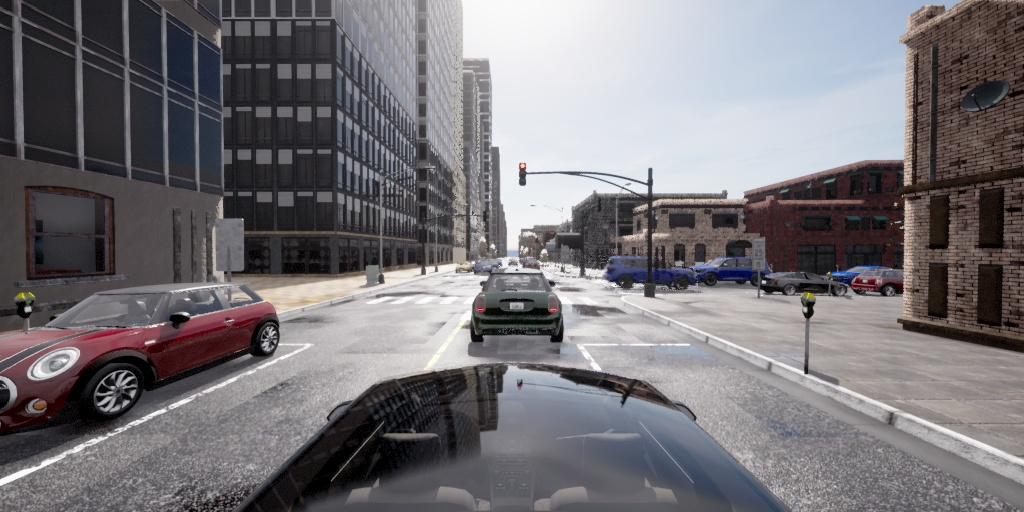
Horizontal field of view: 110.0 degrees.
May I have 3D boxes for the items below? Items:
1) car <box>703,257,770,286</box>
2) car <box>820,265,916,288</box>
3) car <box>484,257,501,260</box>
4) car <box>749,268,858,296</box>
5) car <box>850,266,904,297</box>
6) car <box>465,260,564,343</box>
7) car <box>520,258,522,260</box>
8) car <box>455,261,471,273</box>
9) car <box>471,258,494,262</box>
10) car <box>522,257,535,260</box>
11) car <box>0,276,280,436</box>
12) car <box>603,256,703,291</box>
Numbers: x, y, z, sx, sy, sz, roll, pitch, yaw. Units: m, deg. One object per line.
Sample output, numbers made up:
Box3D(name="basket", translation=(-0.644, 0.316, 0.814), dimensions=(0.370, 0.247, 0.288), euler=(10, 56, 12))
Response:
Box3D(name="car", translation=(15.765, 1.105, 26.203), dimensions=(5.566, 2.045, 2.150), euler=(1, 1, 1))
Box3D(name="car", translation=(25.733, 1.456, 26.063), dimensions=(5.008, 1.535, 1.882), euler=(1, 1, 1))
Box3D(name="car", translation=(-3.017, 1.263, 53.419), dimensions=(1.812, 1.442, 4.674), euler=(0, 0, 0))
Box3D(name="car", translation=(16.438, 1.547, 20.415), dimensions=(4.313, 1.339, 1.948), euler=(0, 0, 1))
Box3D(name="car", translation=(21.985, 1.474, 20.336), dimensions=(4.097, 1.591, 1.967), euler=(0, 0, 1))
Box3D(name="car", translation=(0.147, 1.100, 9.871), dimensions=(2.097, 1.767, 4.553), euler=(0, 0, 1))
Box3D(name="car", translation=(2.774, 1.052, 60.384), dimensions=(2.192, 1.841, 5.009), euler=(0, 0, 0))
Box3D(name="car", translation=(-5.769, 1.265, 43.349), dimensions=(1.751, 1.417, 4.829), euler=(0, 0, 0))
Box3D(name="car", translation=(-3.047, 1.266, 38.776), dimensions=(1.812, 1.442, 4.674), euler=(0, 0, 0))
Box3D(name="car", translation=(2.758, 1.179, 49.096), dimensions=(1.967, 1.591, 4.097), euler=(0, 0, 0))
Box3D(name="car", translation=(-5.686, 1.189, 5.572), dimensions=(1.967, 1.591, 4.097), euler=(0, 0, 0))
Box3D(name="car", translation=(8.742, 1.079, 23.102), dimensions=(5.566, 2.045, 2.150), euler=(1, 1, 6))
